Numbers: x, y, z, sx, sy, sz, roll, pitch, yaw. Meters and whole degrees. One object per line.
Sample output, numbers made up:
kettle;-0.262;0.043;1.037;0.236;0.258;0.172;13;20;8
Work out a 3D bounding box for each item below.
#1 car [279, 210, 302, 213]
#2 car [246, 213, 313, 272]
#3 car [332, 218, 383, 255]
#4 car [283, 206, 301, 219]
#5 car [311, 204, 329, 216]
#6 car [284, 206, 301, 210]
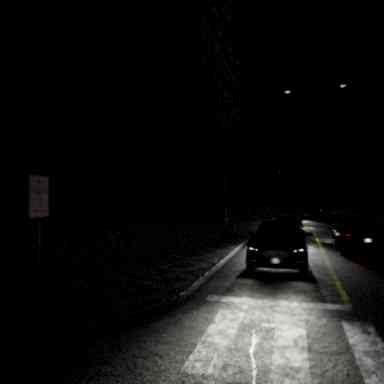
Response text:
car;5.914;1.993;20.586;1.895;1.301;4.718;-1;-1;18
car;3.106;1.726;11.757;2.128;1.511;4.902;-1;-1;18
car;7.094;1.781;14.090;1.994;1.385;4.181;-1;-1;19
car;11.699;2.314;38.693;1.895;1.301;4.718;-1;-1;18
car;15.843;2.246;41.296;2.033;1.411;5.357;-1;-1;18
car;8.668;2.110;29.235;1.994;1.385;4.181;-1;-1;18
